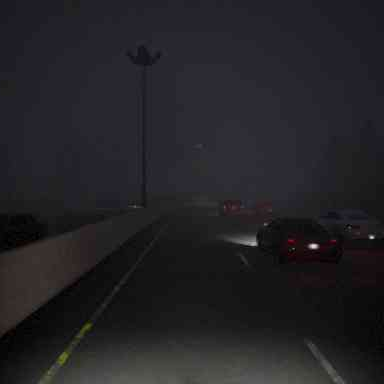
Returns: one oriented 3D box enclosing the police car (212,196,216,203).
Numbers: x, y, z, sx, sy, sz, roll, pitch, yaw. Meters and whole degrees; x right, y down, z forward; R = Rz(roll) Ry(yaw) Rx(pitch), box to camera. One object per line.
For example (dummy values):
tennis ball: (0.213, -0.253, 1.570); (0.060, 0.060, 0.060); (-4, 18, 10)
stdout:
police car: (5.905, 1.540, 71.087); (1.930, 1.638, 5.238); (0, 0, 22)

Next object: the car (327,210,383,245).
car: (7.084, 1.551, 15.433); (1.812, 1.442, 4.674); (0, 0, 0)

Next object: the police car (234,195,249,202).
police car: (12.708, 1.563, 84.813); (1.930, 1.638, 5.238); (0, 0, 31)

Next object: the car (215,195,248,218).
car: (3.603, 1.402, 30.676); (2.097, 1.767, 4.553); (0, 0, 0)

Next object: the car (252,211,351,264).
car: (3.599, 1.583, 11.842); (1.994, 1.385, 4.181); (0, 0, 0)

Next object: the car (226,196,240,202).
car: (9.853, 1.634, 79.696); (1.837, 1.490, 4.892); (0, 0, 27)

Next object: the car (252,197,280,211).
car: (7.114, 1.530, 32.546); (1.882, 1.535, 5.008); (0, 0, 0)
